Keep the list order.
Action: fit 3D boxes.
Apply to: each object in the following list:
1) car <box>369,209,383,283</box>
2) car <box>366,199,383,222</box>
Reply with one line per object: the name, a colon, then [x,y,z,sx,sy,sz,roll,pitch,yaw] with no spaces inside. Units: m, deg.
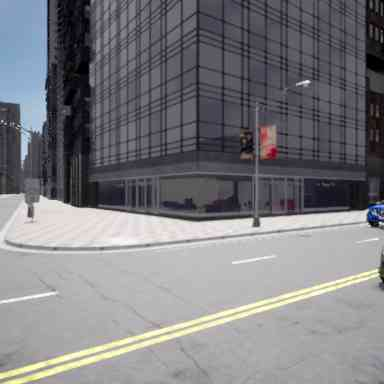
car: [6.620,1.347,8.170,4.553,1.767,2.097,0,0,-36]
car: [13.458,1.203,21.289,5.566,2.045,2.150,0,0,-36]
